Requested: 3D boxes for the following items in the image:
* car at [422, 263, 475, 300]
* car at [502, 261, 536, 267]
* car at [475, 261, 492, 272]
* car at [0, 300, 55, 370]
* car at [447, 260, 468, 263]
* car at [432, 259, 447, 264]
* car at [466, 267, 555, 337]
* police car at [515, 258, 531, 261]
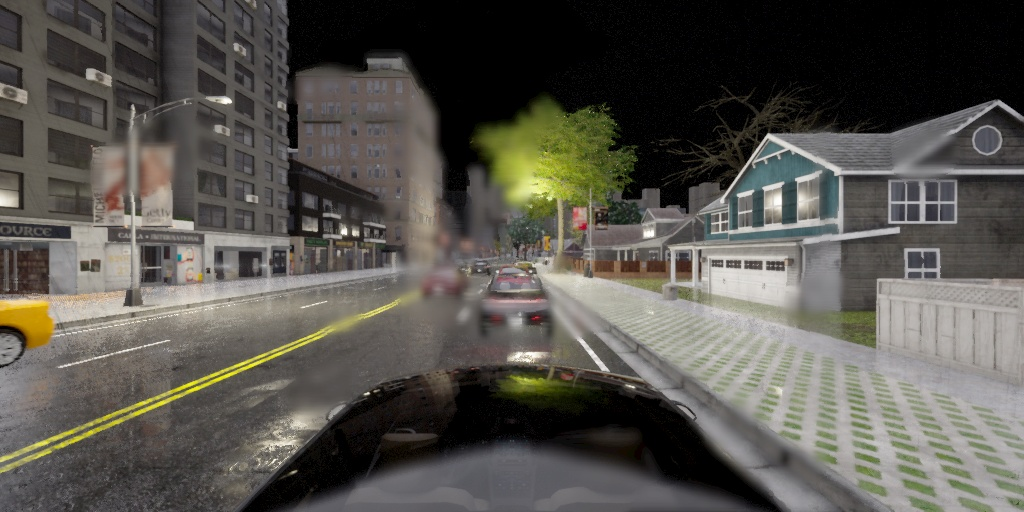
[{"bbox_3d":[-3.134,1.268,17.629,1.812,1.442,4.674,0,0,0],"label":"car"},{"bbox_3d":[0.118,1.218,19.816,1.882,1.535,5.008,0,0,0],"label":"car"},{"bbox_3d":[-3.114,1.245,37.685,1.812,1.442,4.674,0,0,0],"label":"car"},{"bbox_3d":[-9.846,1.227,4.800,1.882,1.535,5.008,0,0,0],"label":"car"},{"bbox_3d":[-6.558,1.215,45.418,1.837,1.490,4.892,0,0,0],"label":"car"},{"bbox_3d":[-9.803,1.205,49.760,1.837,1.490,4.892,0,1,0],"label":"car"},{"bbox_3d":[0.111,1.239,10.312,2.128,1.511,4.902,0,0,0],"label":"car"},{"bbox_3d":[1.002,1.155,29.545,1.930,1.638,5.238,0,0,0],"label":"police car"}]
